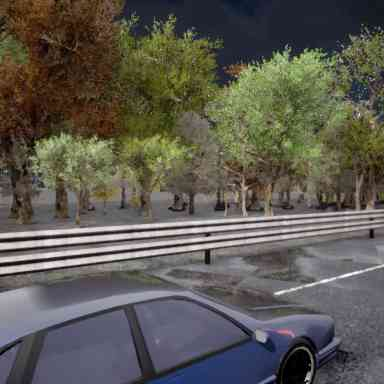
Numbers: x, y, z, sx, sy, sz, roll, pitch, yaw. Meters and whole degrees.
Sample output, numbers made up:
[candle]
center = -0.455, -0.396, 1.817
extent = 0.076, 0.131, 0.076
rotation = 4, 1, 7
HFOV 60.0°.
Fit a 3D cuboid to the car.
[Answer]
[car]
center = -0.731, 1.547, 3.201
extent = 5.357, 1.411, 2.033
rotation = 0, 0, -38
